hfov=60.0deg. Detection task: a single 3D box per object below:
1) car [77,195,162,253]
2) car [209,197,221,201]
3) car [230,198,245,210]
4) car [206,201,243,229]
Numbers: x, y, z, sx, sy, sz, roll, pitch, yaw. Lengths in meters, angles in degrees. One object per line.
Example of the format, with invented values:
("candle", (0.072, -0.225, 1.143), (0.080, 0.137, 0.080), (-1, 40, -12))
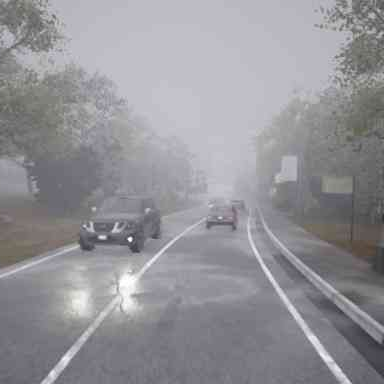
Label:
("car", (-2.726, 1.166, 13.945), (2.150, 2.045, 5.566), (1, 0, 6))
("car", (3.885, 1.475, 55.202), (1.994, 1.385, 4.181), (1, 0, 7))
("car", (5.795, 1.471, 42.422), (2.128, 1.511, 4.902), (1, 0, 10))
("car", (2.039, 1.535, 21.665), (2.033, 1.411, 5.357), (1, 0, 9))
